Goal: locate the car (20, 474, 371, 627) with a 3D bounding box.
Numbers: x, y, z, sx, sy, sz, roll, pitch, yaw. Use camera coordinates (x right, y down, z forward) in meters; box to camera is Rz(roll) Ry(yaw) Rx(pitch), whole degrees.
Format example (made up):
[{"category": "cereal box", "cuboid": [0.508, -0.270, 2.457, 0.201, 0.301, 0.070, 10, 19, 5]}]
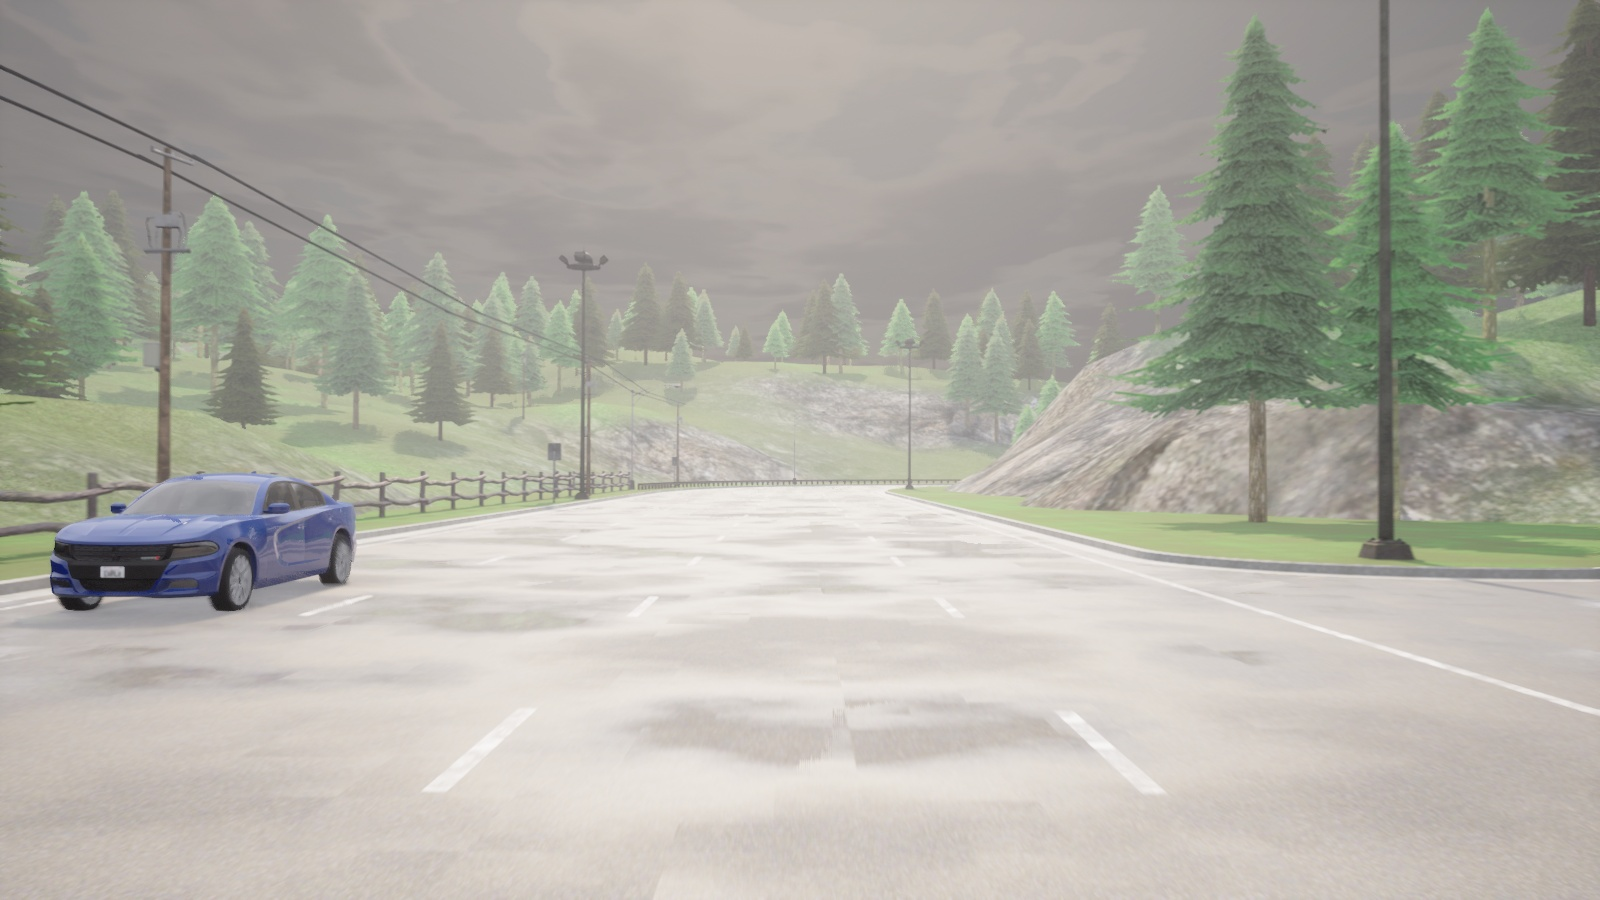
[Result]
[{"category": "car", "cuboid": [-7.037, 1.077, 15.352, 1.882, 1.535, 5.008, 0, -1, 0]}]
